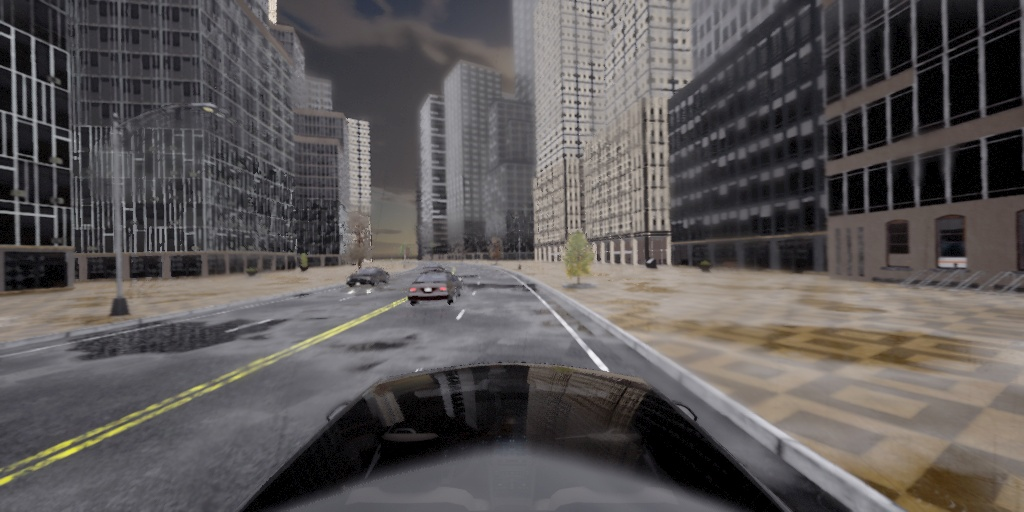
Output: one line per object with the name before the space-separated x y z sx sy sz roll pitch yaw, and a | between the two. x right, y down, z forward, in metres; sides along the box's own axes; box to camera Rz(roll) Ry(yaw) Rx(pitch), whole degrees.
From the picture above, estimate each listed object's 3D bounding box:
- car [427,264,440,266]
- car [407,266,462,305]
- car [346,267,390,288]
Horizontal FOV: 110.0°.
car | -8.502 1.519 38.979 1.994 1.385 4.181 -1 0 -5
car | -3.447 1.384 16.695 2.033 1.411 5.357 -1 0 -3
car | -10.811 1.553 27.375 2.033 1.411 5.357 -1 0 -4
